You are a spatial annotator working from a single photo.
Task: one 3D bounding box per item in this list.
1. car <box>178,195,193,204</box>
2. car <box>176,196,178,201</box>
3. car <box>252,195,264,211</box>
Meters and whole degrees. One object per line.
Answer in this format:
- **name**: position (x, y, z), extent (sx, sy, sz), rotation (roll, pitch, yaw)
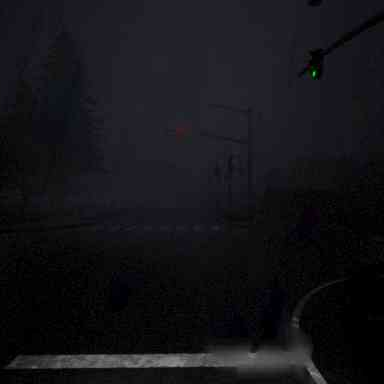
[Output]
- **car**: position (-0.906, 1.518, 60.921), extent (2.033, 1.411, 5.357), rotation (0, 0, -7)
- **car**: position (-2.198, 1.327, 71.105), extent (1.812, 1.442, 4.674), rotation (0, 0, -13)
- **car**: position (8.868, 1.144, 36.301), extent (4.605, 1.855, 1.932), rotation (0, 0, -1)
